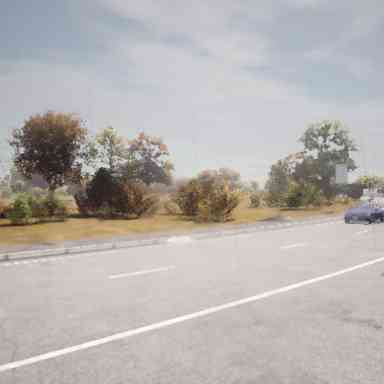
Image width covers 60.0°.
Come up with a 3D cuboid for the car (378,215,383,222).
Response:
[{"bbox_3d":[7.697,1.488,10.042,5.008,1.535,1.882,0,0,-40],"label":"car"}]

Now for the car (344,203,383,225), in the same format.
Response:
[{"bbox_3d":[13.001,1.551,24.859,1.812,1.442,4.674,0,0,44],"label":"car"}]
